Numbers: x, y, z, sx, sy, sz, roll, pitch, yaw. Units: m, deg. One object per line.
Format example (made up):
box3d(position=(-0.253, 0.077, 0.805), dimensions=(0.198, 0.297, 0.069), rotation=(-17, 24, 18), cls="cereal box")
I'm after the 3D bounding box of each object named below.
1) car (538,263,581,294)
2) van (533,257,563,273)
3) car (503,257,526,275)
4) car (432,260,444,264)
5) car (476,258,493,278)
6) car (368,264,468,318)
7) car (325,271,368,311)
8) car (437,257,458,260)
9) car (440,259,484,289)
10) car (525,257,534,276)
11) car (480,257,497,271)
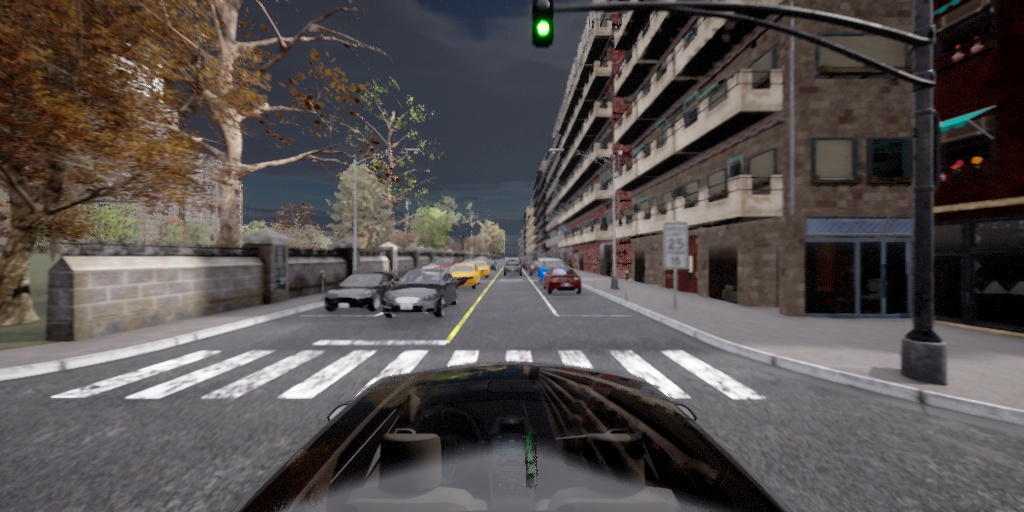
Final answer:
box3d(position=(2.691, 1.271, 19.940), dimensions=(1.888, 1.381, 4.507), rotation=(0, 0, 0), cls="car")
box3d(position=(2.691, 1.060, 25.571), dimensions=(1.690, 1.789, 3.998), rotation=(0, 0, 0), cls="van")
box3d(position=(0.096, 1.202, 37.686), dimensions=(2.128, 1.511, 4.902), rotation=(0, 0, 0), cls="car")
box3d(position=(-5.690, 1.244, 25.401), dimensions=(1.751, 1.417, 4.829), rotation=(0, 0, 0), cls="car")
box3d(position=(-3.066, 1.191, 33.356), dimensions=(1.882, 1.535, 5.008), rotation=(0, 0, 0), cls="car")
box3d(position=(-3.092, 1.225, 12.988), dimensions=(2.128, 1.511, 4.902), rotation=(0, 0, 0), cls="car")
box3d(position=(-5.690, 1.297, 14.310), dimensions=(1.948, 1.339, 4.313), rotation=(0, 0, 0), cls="car")
box3d(position=(-5.690, 1.029, 31.201), dimensions=(2.192, 1.841, 5.009), rotation=(0, 0, 0), cls="car")
box3d(position=(-3.084, 1.199, 23.161), dimensions=(1.882, 1.535, 5.008), rotation=(0, 0, 0), cls="car")
box3d(position=(2.690, 1.151, 36.831), dimensions=(1.967, 1.591, 4.097), rotation=(0, 0, 0), cls="car")
box3d(position=(-3.003, 1.229, 48.325), dimensions=(1.837, 1.490, 4.892), rotation=(0, 0, 0), cls="car")
